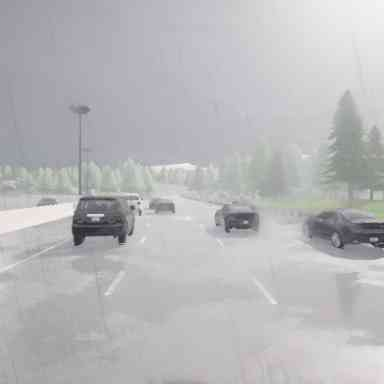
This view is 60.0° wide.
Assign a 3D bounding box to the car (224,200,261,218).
[{"bbox_3d":[4.716,1.547,32.054,2.033,1.411,5.357,0,0,-9],"label":"car"}]

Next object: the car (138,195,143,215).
[{"bbox_3d":[-6.260,1.223,34.088,2.150,2.045,5.566,0,0,-10],"label":"car"}]

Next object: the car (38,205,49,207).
[{"bbox_3d":[-18.723,1.524,43.077,1.837,1.490,4.892,0,0,-13],"label":"car"}]

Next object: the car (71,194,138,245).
[{"bbox_3d":[-4.022,1.215,15.771,2.150,2.045,5.566,0,-1,-5],"label":"car"}]

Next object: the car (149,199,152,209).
[{"bbox_3d":[-4.707,1.505,44.781,1.837,1.490,4.892,0,0,-13],"label":"car"}]

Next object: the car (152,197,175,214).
[{"bbox_3d":[-2.969,1.478,35.608,1.882,1.535,5.008,0,0,-9],"label":"car"}]

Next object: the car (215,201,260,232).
[{"bbox_3d":[2.612,1.477,20.124,1.882,1.535,5.008,0,0,-5],"label":"car"}]

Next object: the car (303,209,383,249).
[{"bbox_3d":[6.546,1.504,14.671,1.837,1.490,4.892,0,0,-4],"label":"car"}]
